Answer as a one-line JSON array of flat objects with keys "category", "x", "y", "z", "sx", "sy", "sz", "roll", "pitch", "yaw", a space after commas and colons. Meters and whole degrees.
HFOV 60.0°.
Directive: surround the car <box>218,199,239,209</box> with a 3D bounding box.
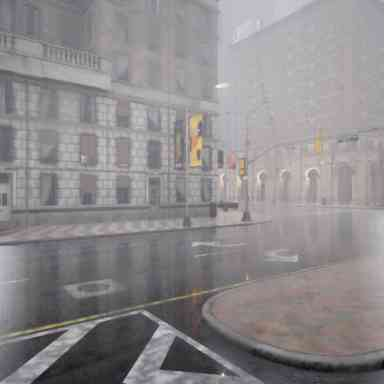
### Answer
[{"category": "car", "x": 4.039, "y": 1.601, "z": 43.919, "sx": 1.895, "sy": 1.301, "sz": 4.718, "roll": 0, "pitch": 0, "yaw": -36}]
